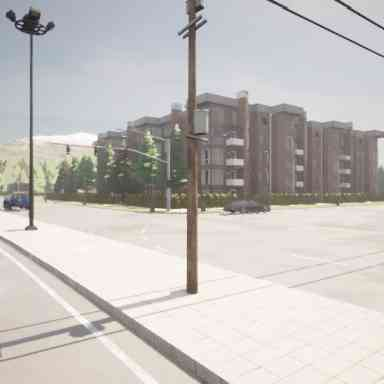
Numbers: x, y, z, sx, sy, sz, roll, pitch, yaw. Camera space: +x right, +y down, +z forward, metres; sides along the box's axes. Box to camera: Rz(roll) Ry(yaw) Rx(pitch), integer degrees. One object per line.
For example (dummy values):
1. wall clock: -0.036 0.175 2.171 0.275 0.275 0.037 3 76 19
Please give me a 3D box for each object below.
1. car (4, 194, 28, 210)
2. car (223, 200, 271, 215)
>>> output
1. car: -22.440 1.224 42.419 2.150 2.045 5.566 0 0 -37
2. car: 5.765 1.548 34.538 5.357 1.411 2.033 0 0 -33
